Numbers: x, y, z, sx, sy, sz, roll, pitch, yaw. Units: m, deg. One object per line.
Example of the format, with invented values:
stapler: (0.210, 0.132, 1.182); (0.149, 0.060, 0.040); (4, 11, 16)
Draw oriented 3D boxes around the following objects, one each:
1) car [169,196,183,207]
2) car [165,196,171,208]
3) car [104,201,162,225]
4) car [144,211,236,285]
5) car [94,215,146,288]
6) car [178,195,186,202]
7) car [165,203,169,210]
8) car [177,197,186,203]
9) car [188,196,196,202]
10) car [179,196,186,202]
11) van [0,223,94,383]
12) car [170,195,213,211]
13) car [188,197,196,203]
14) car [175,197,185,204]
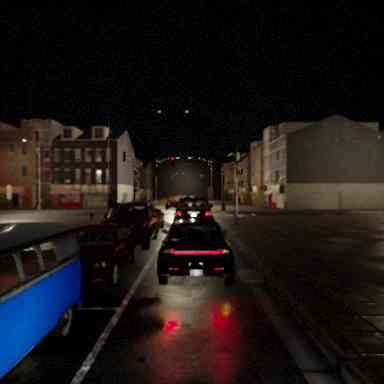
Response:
car: (-2.647, 1.550, 57.487); (2.192, 1.841, 5.009); (0, 0, 0)
car: (-2.646, 1.500, 46.633); (2.192, 1.841, 5.009); (0, 0, 0)
car: (-2.645, 1.368, 14.790); (2.192, 1.841, 5.009); (0, 0, 0)
car: (0.097, 1.525, 9.548); (2.128, 1.511, 4.902); (0, 0, 0)
car: (-2.643, 1.578, 9.355); (1.887, 1.381, 4.507); (0, 0, 0)
car: (-2.648, 1.722, 90.048); (2.192, 1.841, 5.009); (0, 0, 0)
car: (-2.644, 1.619, 20.223); (1.887, 1.381, 4.507); (0, 0, 0)
car: (-2.646, 1.943, 84.620); (1.947, 1.339, 4.313); (0, 0, 0)
car: (-0.002, 1.749, 87.349); (2.128, 1.511, 4.902); (0, 0, 0)
car: (-2.648, 1.878, 95.475); (1.967, 1.590, 4.097); (-1, 0, 0)
van: (-2.644, 1.355, 3.922); (1.690, 1.788, 3.998); (0, 0, 0)
car: (0.099, 1.294, 19.742); (2.150, 2.045, 5.566); (0, 0, 0)
car: (-0.002, 1.925, 77.376); (1.895, 1.301, 4.718); (0, 0, 0)
car: (-2.646, 1.869, 73.766); (2.008, 1.369, 4.403); (0, 0, 0)
